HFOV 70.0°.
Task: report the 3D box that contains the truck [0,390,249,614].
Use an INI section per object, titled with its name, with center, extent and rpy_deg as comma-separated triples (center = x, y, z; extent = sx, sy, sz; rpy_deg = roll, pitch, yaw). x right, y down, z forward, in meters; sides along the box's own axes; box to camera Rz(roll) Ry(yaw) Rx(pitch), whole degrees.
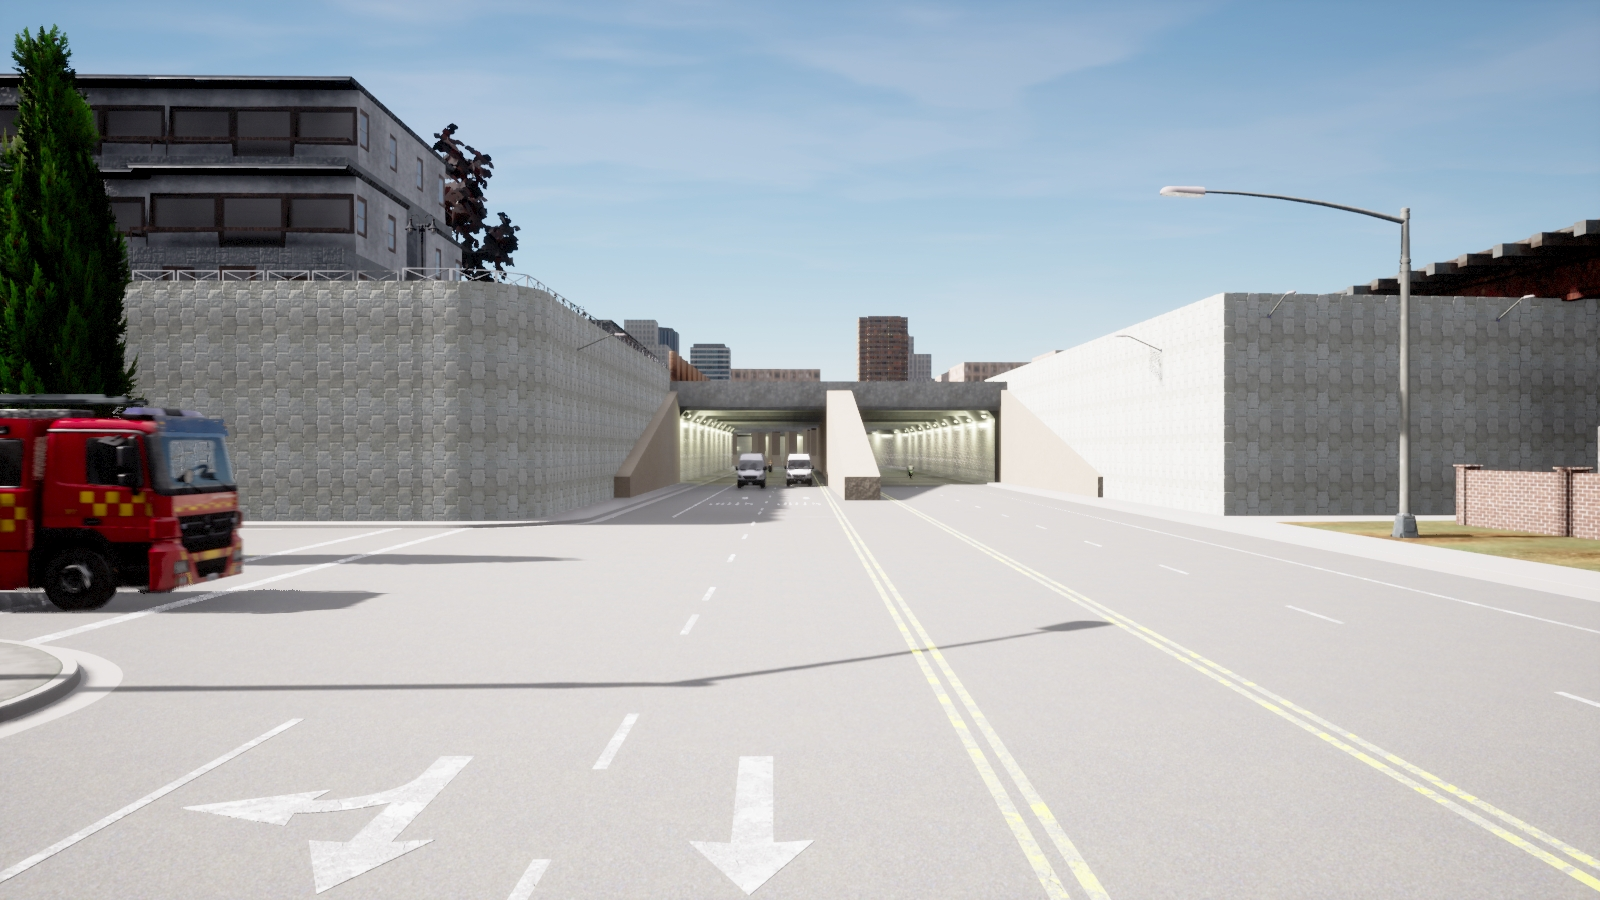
[truck]
center = -15.060, 0.890, 21.007
extent = 8.468, 3.827, 2.891
rpy_deg = 0, 0, -1
